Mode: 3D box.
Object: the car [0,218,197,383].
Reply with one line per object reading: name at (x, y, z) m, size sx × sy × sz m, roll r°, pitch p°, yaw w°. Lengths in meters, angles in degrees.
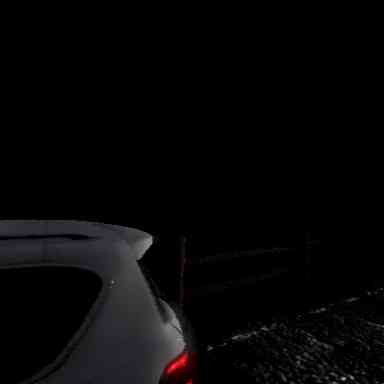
car at (-2.533, 1.214, 1.232) m, size 5.566 × 2.045 × 2.150 m, roll 0°, pitch 0°, yaw -36°
